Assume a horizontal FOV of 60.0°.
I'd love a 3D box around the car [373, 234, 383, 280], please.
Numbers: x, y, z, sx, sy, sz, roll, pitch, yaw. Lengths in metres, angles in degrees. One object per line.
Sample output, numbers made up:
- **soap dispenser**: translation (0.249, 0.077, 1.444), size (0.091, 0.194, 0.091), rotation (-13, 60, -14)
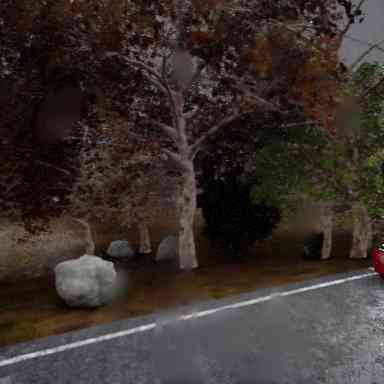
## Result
- **car**: translation (7.032, 1.284, 8.587), size (5.566, 2.045, 2.150), rotation (1, 0, -33)
